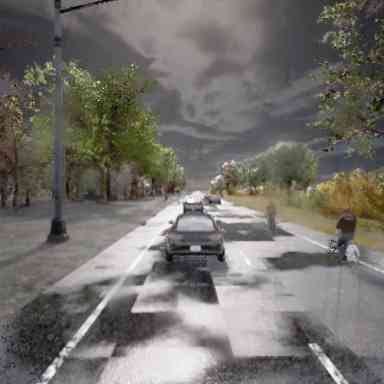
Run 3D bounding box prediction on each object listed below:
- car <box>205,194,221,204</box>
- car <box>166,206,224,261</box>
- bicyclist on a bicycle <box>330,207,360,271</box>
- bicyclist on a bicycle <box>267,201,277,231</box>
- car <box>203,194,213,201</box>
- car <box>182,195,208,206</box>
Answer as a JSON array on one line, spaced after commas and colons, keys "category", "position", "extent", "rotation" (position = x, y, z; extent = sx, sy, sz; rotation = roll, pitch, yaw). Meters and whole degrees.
[{"category": "car", "position": [3.630, 1.235, 55.143], "extent": [1.994, 1.385, 4.181], "rotation": [0, 0, 0]}, {"category": "car", "position": [0.104, 1.454, 11.891], "extent": [1.812, 1.442, 4.674], "rotation": [0, 0, 0]}, {"category": "bicyclist on a bicycle", "position": [4.470, 1.312, 9.832], "extent": [0.659, 1.776, 1.843], "rotation": [0, 1, 0]}, {"category": "bicyclist on a bicycle", "position": [4.477, 1.341, 18.647], "extent": [0.582, 1.620, 1.656], "rotation": [0, 0, 0]}, {"category": "car", "position": [3.542, 1.161, 73.314], "extent": [1.895, 1.301, 4.718], "rotation": [0, 0, 0]}, {"category": "car", "position": [0.117, 1.304, 31.115], "extent": [2.128, 1.511, 4.902], "rotation": [0, 0, 0]}]
